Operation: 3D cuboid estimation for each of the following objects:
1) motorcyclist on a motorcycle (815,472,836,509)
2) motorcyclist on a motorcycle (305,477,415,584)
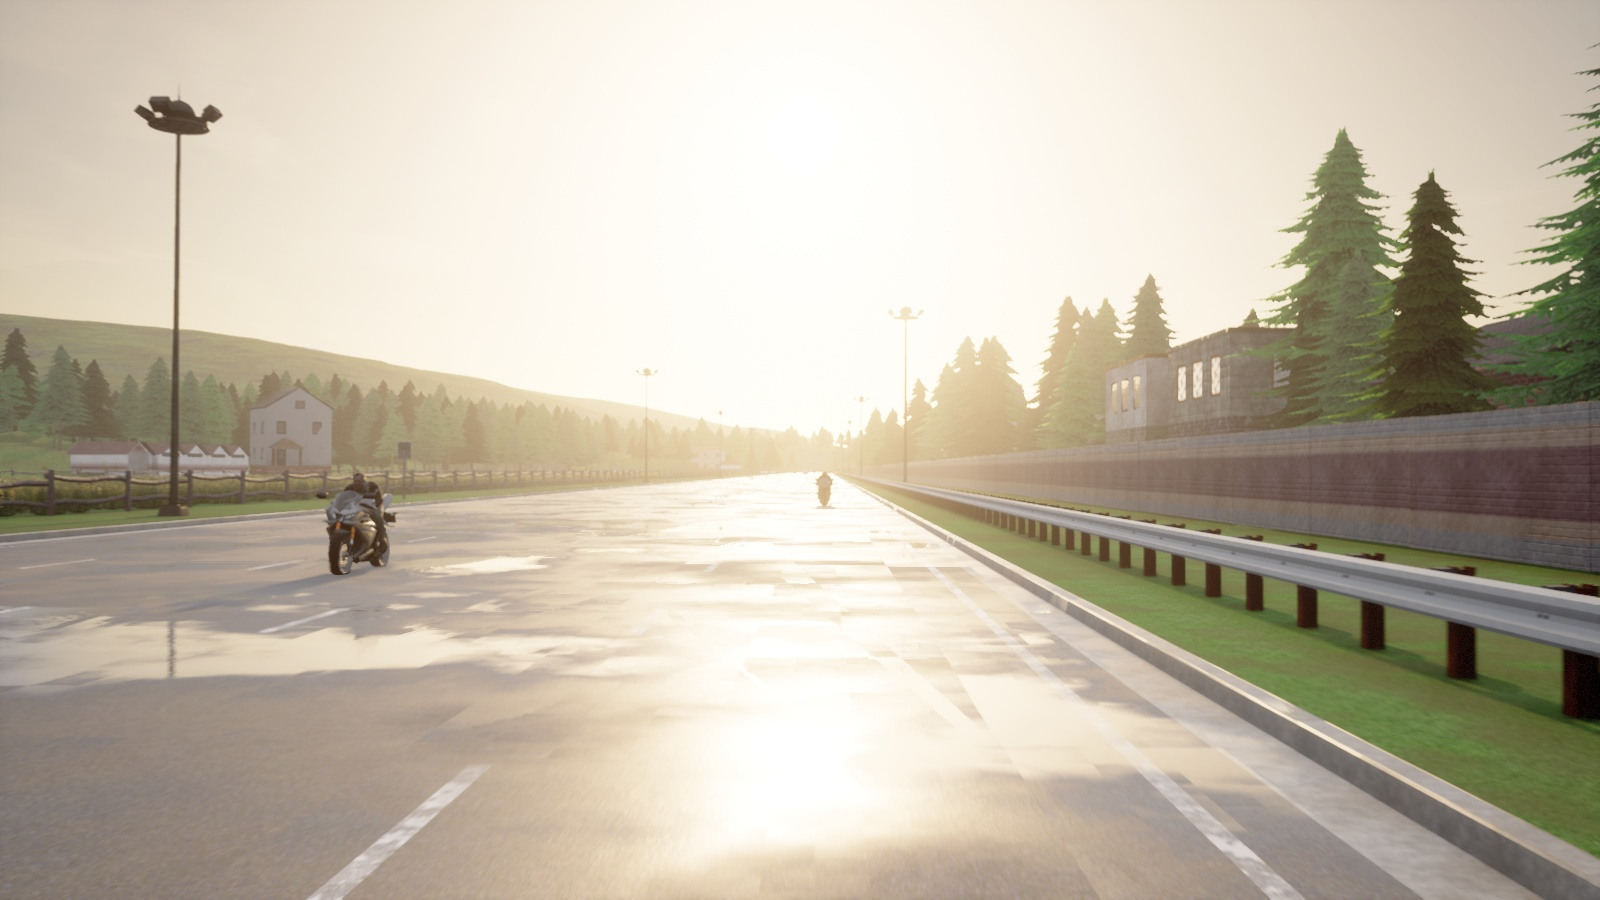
[{"bbox_3d":[1.090,1.708,53.800,0.866,1.530,2.191,0,-1,1],"label":"motorcyclist on a motorcycle"},{"bbox_3d":[-6.649,1.178,19.110,0.866,1.530,2.191,0,-1,1],"label":"motorcyclist on a motorcycle"}]
